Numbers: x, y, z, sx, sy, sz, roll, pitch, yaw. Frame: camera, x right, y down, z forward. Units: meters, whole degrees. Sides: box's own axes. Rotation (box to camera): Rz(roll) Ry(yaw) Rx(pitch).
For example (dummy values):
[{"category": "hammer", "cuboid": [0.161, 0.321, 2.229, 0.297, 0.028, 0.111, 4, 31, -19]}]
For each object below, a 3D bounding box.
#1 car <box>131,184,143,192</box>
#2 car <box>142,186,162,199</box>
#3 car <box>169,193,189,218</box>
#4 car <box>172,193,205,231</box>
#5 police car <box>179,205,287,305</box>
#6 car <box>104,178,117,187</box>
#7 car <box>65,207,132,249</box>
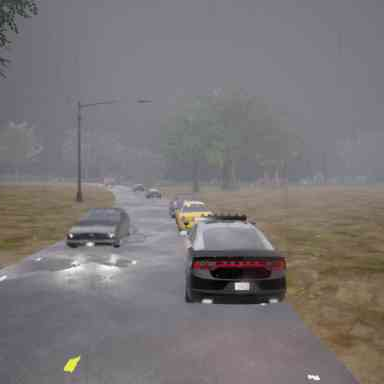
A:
[{"category": "car", "cuboid": [-10.370, -0.835, 63.607, 1.837, 1.490, 4.892, 0, 3, -20]}, {"category": "car", "cuboid": [-5.324, 0.151, 45.668, 1.812, 1.442, 4.674, 0, 3, -13]}, {"category": "car", "cuboid": [-0.568, 0.864, 24.193, 2.097, 1.767, 4.553, -1, 1, -7]}, {"category": "car", "cuboid": [0.042, 1.164, 18.372, 1.801, 1.575, 5.366, -2, 3, -5]}, {"category": "police car", "cuboid": [0.747, 1.356, 8.213, 1.930, 1.638, 5.238, 0, 1, -2]}, {"category": "car", "cuboid": [-18.990, -2.263, 77.220, 2.150, 2.045, 5.566, 0, -1, -24]}, {"category": "car", "cuboid": [-3.637, 1.346, 13.951, 2.033, 1.411, 5.357, 0, 1, -4]}]
